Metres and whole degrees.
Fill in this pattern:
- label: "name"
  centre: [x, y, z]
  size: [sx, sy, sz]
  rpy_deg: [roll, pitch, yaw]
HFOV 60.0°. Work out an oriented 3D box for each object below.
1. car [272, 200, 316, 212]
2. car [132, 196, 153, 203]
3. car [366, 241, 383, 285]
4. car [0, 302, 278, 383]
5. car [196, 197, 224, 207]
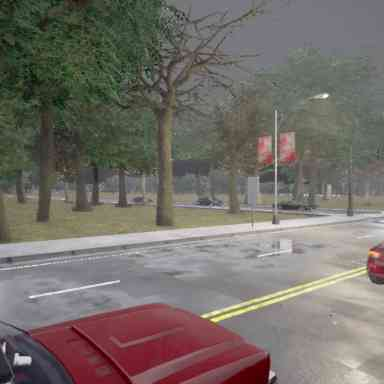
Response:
- label: "car"
  centre: [11.529, 1.588, 37.547]
  size: [1.895, 1.301, 4.718]
  rpy_deg: [0, 0, -38]
- label: "car"
  centre: [-9.666, 1.529, 64.577]
  size: [2.033, 1.411, 5.357]
  rpy_deg: [0, 0, -38]
- label: "car"
  centre: [6.057, 1.527, 8.271]
  size: [4.674, 1.442, 1.812]
  rpy_deg: [0, 0, -38]
- label: "car"
  centre: [-1.520, 1.601, 2.275]
  size: [4.718, 1.301, 1.895]
  rpy_deg: [0, 0, -38]
- label: "car"
  centre: [2.532, 1.474, 48.952]
  size: [1.837, 1.490, 4.892]
  rpy_deg: [0, 0, -38]
